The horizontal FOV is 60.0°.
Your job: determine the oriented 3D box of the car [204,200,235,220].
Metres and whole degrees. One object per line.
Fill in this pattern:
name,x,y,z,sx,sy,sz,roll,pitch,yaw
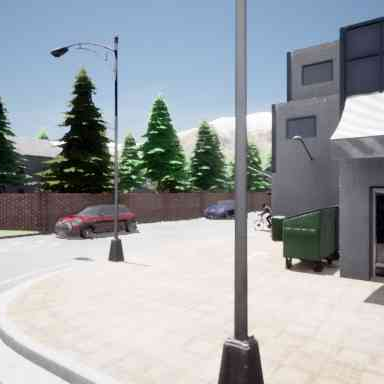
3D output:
car,2.980,1.527,29.821,2.097,1.767,4.553,0,0,37

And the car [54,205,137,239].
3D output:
car,-5.295,1.528,18.654,2.097,1.767,4.553,0,0,37

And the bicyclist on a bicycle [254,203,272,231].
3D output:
bicyclist on a bicycle,4.278,1.477,19.012,1.656,1.620,0.582,0,0,37
